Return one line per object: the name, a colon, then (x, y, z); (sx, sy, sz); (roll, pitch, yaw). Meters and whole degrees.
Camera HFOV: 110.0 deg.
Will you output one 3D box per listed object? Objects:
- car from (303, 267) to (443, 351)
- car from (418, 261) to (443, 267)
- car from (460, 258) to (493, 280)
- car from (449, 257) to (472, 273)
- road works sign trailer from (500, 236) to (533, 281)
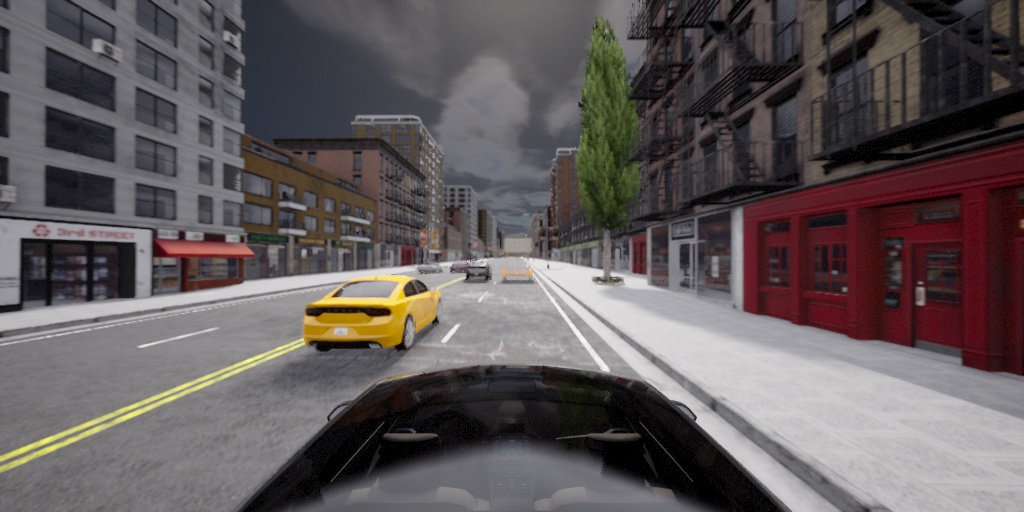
car: (-3.066, 1.210, 8.967); (1.882, 1.535, 5.008); (0, 0, 1)
car: (-9.164, 1.268, 40.349); (1.895, 1.301, 4.718); (0, 0, 1)
car: (-2.682, 1.185, 29.876); (2.128, 1.511, 4.902); (0, 0, 1)
car: (-5.892, 1.195, 41.210); (1.812, 1.442, 4.674); (0, 0, 1)
road works sign trailer: (0.453, 0.163, 29.193); (2.380, 3.560, 2.880); (0, 0, 1)
